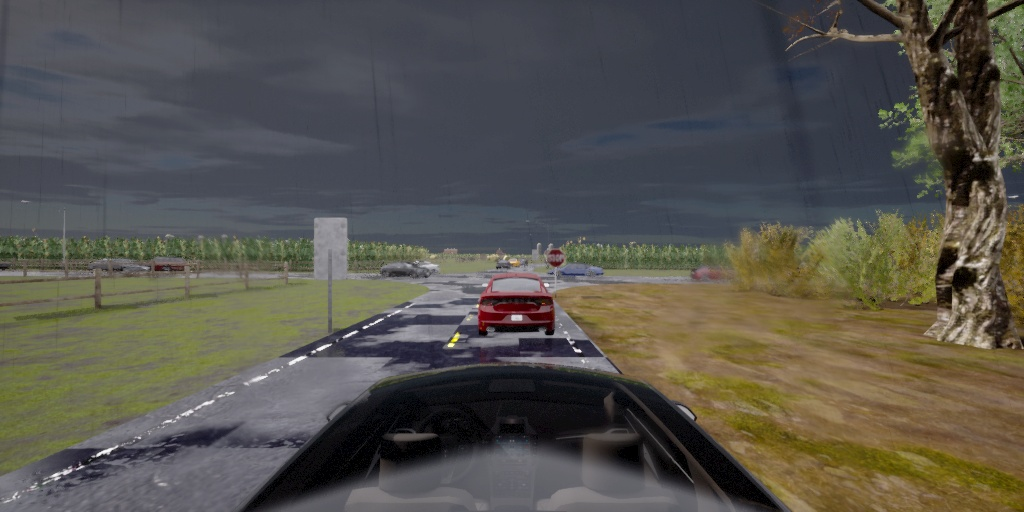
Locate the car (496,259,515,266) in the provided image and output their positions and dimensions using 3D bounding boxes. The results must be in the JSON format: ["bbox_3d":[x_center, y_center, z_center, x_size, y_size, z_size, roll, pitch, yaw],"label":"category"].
[{"bbox_3d":[-1.215,1.320,54.673,2.033,1.411,5.357,0,0,6],"label":"car"}]

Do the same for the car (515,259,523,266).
[{"bbox_3d":[0.224,1.261,64.645,1.882,1.535,5.008,0,0,10],"label":"car"}]

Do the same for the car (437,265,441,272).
[{"bbox_3d":[-9.647,1.230,36.726,4.674,1.442,1.812,0,1,-28],"label":"car"}]

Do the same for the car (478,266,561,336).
[{"bbox_3d":[0.111,1.228,10.478,1.882,1.535,5.008,0,0,0],"label":"car"}]

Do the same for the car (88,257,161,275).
[{"bbox_3d":[-36.032,0.994,33.082,4.902,1.511,2.128,0,0,3],"label":"car"}]

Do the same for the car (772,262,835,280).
[{"bbox_3d":[26.325,1.283,32.603,4.553,1.767,2.097,0,0,6],"label":"car"}]

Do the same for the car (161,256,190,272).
[{"bbox_3d":[-35.978,0.866,36.773,4.553,1.767,2.097,1,0,3],"label":"car"}]

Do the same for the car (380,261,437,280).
[{"bbox_3d":[-9.101,1.219,30.662,4.674,1.442,1.812,0,-1,23],"label":"car"}]

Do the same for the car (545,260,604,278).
[{"bbox_3d":[6.052,1.353,34.428,5.357,1.411,2.033,0,0,5],"label":"car"}]

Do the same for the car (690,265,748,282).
[{"bbox_3d":[17.154,1.430,29.771,4.181,1.385,1.994,0,0,5],"label":"car"}]
